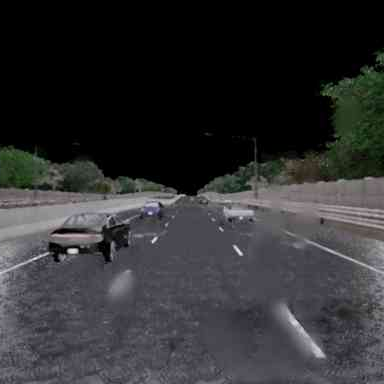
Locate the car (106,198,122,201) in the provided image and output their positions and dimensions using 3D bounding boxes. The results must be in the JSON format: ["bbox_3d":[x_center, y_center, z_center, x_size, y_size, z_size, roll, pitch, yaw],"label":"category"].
[{"bbox_3d":[-13.998,1.860,62.661,2.128,1.511,4.902,0,-1,1],"label":"car"}]

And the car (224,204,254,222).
[{"bbox_3d":[3.613,1.619,26.644,1.895,1.301,4.718,0,0,0],"label":"car"}]

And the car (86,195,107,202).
[{"bbox_3d":[-17.487,1.591,62.609,2.150,2.045,5.566,0,-1,0],"label":"car"}]

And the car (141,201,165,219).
[{"bbox_3d":[-3.387,1.550,29.289,1.812,1.442,4.674,0,0,0],"label":"car"}]

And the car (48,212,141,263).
[{"bbox_3d":[-3.394,1.475,11.904,2.128,1.511,4.902,0,0,0],"label":"car"}]

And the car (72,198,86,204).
[{"bbox_3d":[-20.976,1.910,62.835,2.033,1.411,5.357,0,-1,0],"label":"car"}]

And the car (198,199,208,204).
[{"bbox_3d":[3.539,2.667,94.455,2.033,1.649,4.856,0,-2,0],"label":"car"}]
